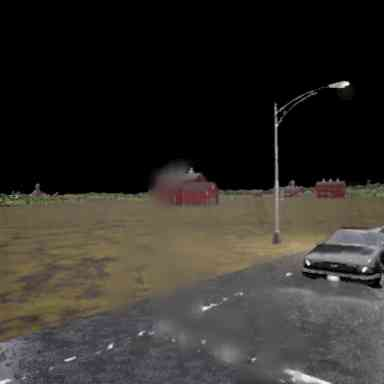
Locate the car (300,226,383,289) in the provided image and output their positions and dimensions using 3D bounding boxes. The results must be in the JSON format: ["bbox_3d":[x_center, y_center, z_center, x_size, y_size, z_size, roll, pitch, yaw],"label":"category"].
[{"bbox_3d":[5.241,1.804,10.310,2.033,1.411,5.357,-2,-2,41],"label":"car"}]
